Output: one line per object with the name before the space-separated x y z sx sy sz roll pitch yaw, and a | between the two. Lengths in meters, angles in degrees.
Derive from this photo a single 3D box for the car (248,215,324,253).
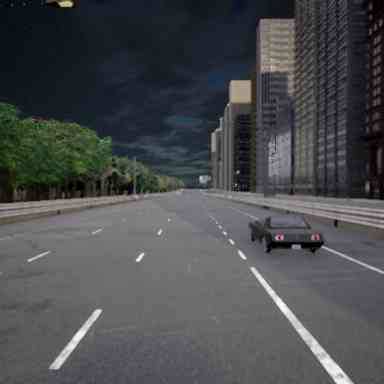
car | 3.512 1.558 13.402 1.895 1.301 4.718 0 0 0
